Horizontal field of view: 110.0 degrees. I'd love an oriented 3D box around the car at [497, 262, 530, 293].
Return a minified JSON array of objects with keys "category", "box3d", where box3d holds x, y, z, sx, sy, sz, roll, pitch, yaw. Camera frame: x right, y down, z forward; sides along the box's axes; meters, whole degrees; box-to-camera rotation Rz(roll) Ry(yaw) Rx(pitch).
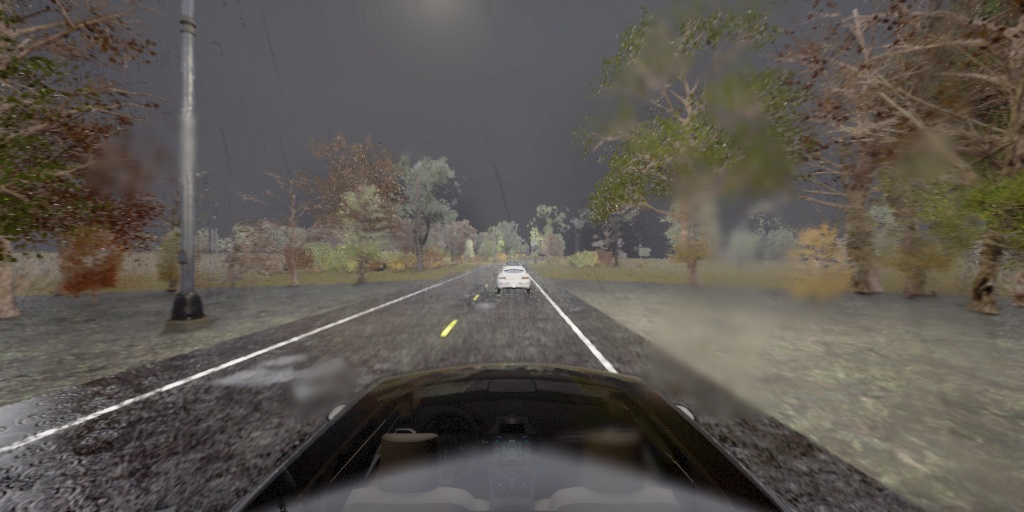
[{"category":"car","box3d":[0.098,1.307,21.086,1.812,1.442,4.674,0,0,0]}]
